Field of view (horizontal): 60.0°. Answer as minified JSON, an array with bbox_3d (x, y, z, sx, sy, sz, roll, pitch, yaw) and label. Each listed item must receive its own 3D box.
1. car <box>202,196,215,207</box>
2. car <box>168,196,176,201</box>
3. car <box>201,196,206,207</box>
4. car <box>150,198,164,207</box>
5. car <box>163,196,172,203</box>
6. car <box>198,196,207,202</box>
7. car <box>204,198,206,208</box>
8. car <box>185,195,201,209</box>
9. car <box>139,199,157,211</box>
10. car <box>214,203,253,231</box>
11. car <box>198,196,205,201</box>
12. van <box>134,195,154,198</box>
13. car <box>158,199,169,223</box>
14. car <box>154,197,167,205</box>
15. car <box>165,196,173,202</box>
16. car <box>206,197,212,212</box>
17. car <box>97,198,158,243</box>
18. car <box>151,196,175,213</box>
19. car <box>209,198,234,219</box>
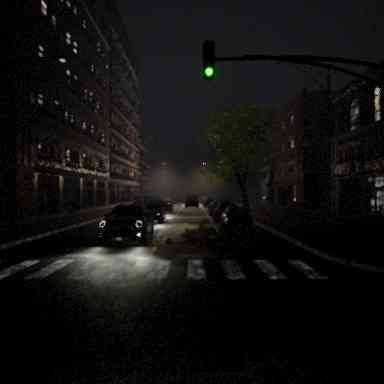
[{"bbox_3d":[2.665,1.545,54.852,1.967,1.590,4.097,0,0,0],"label":"car"},{"bbox_3d":[-5.733,1.801,94.726,1.947,1.339,4.313,0,0,0],"label":"car"},{"bbox_3d":[2.668,1.640,49.155,2.008,1.369,4.403,0,0,0],"label":"car"},{"bbox_3d":[-5.716,1.671,54.850,1.947,1.339,4.313,0,0,0],"label":"car"},{"bbox_3d":[-5.726,1.700,77.467,1.752,1.417,4.829,0,0,0],"label":"car"},{"bbox_3d":[2.653,1.744,83.336,2.008,1.369,4.403,0,0,0],"label":"car"},{"bbox_3d":[2.672,1.644,37.762,1.802,1.307,4.206,0,0,0],"label":"car"},{"bbox_3d":[-0.020,1.562,47.442,1.882,1.535,5.008,0,0,0],"label":"car"},{"bbox_3d":[-5.711,1.657,43.456,1.802,1.307,4.206,0,0,0],"label":"car"},{"bbox_3d":[2.680,1.581,20.671,2.008,1.369,4.403,0,0,0],"label":"car"},{"bbox_3d":[2.647,1.780,94.727,1.887,1.381,4.507,0,0,0],"label":"car"},{"bbox_3d":[-5.709,1.404,37.760,1.690,1.788,3.998,0,0,0],"label":"van"},{"bbox_3d":[-3.102,1.566,26.074,1.812,1.442,4.674,0,0,0],"label":"car"},{"bbox_3d":[-5.718,1.672,60.546,2.008,1.369,4.403,0,0,0],"label":"car"},{"bbox_3d":[-5.728,1.738,83.334,1.887,1.381,4.507,0,0,0],"label":"car"},{"bbox_3d":[2.675,1.491,32.064,1.967,1.590,4.097,0,0,0],"label":"car"},{"bbox_3d":[-3.071,1.374,16.144,2.097,1.767,4.553,0,0,0],"label":"car"},{"bbox_3d":[-3.098,1.554,37.381,2.128,1.511,4.902,0,0,0],"label":"car"},{"bbox_3d":[2.677,1.481,26.368,1.967,1.590,4.097,0,0,0],"label":"car"}]
